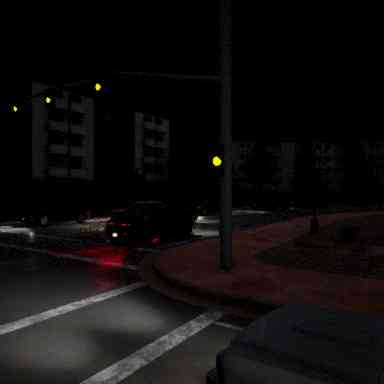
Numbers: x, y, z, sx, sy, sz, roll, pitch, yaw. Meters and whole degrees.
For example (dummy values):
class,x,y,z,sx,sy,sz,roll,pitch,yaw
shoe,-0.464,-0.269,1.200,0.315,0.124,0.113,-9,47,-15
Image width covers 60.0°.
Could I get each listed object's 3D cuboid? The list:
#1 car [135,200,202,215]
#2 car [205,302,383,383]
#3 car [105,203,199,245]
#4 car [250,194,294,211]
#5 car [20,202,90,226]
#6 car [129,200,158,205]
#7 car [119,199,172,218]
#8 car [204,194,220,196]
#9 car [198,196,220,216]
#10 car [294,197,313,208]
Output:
class,x,y,z,sx,sy,sz,roll,pitch,yaw
car,-1.499,1.525,22.735,1.812,1.442,4.674,0,0,33
car,2.438,1.601,2.294,4.718,1.301,1.895,0,0,37
car,-1.853,1.504,15.722,1.837,1.490,4.892,0,0,33
car,9.616,1.224,41.020,5.566,2.045,2.150,0,0,-35
car,-9.542,1.505,23.514,1.837,1.490,4.892,0,0,35
car,-4.001,1.478,25.490,1.882,1.535,5.008,0,0,34
car,-4.262,1.491,31.244,2.128,1.511,4.902,0,0,35
car,2.386,1.222,39.453,5.566,2.045,2.150,0,0,-45
car,1.476,1.478,33.058,1.882,1.535,5.008,0,0,39
car,15.718,1.477,48.787,5.008,1.535,1.882,0,0,-25
